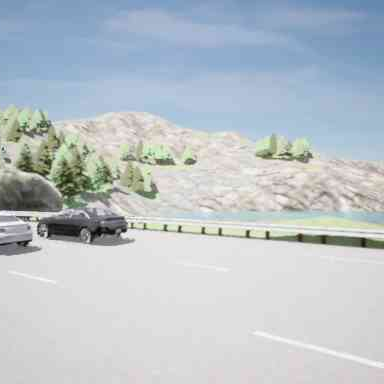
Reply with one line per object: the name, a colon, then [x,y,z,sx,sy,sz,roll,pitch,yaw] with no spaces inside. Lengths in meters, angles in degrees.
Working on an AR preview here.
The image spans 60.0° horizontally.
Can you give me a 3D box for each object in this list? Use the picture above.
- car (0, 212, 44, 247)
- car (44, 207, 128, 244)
car: [-8.330,1.505,13.365,4.674,1.442,1.812,0,0,31]
car: [-5.229,1.465,15.575,4.902,1.511,2.128,0,0,31]
